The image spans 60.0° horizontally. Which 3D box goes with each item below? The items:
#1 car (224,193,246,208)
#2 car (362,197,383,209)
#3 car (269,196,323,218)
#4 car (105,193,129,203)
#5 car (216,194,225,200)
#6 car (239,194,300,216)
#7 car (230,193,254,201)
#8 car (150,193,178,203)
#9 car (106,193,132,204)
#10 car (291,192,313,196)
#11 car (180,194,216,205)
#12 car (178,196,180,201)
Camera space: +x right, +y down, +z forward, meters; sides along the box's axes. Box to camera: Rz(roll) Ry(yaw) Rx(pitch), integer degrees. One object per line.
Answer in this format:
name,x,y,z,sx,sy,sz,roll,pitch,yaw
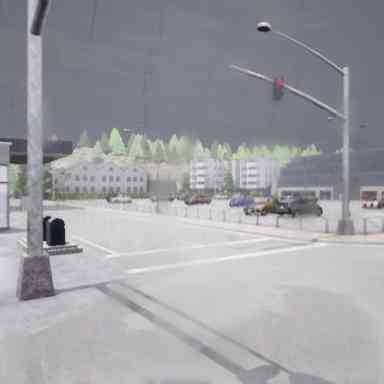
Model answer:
car,6.604,1.282,44.120,3.633,1.501,1.845,0,0,-35
car,22.464,1.334,40.497,3.806,1.475,1.970,0,0,-35
car,8.845,1.312,27.461,4.514,1.523,2.007,0,0,-35
car,-13.873,1.048,61.256,3.866,1.878,1.905,0,0,-35
car,6.645,1.173,75.414,3.806,1.475,1.970,0,0,-35
car,7.020,1.303,30.012,5.027,1.636,2.152,0,0,-35
car,10.558,1.094,70.316,5.027,1.636,2.152,0,0,-35
car,-5.531,1.059,63.022,4.605,1.855,1.932,0,0,-35
car,-12.487,1.333,58.174,3.806,1.475,1.970,0,0,-35
car,19.817,1.038,57.631,4.605,1.855,1.932,0,0,-35
car,0.961,1.261,52.368,4.514,1.523,2.007,0,0,-35
car,-1.236,1.247,74.423,4.514,1.523,2.007,0,0,-35
